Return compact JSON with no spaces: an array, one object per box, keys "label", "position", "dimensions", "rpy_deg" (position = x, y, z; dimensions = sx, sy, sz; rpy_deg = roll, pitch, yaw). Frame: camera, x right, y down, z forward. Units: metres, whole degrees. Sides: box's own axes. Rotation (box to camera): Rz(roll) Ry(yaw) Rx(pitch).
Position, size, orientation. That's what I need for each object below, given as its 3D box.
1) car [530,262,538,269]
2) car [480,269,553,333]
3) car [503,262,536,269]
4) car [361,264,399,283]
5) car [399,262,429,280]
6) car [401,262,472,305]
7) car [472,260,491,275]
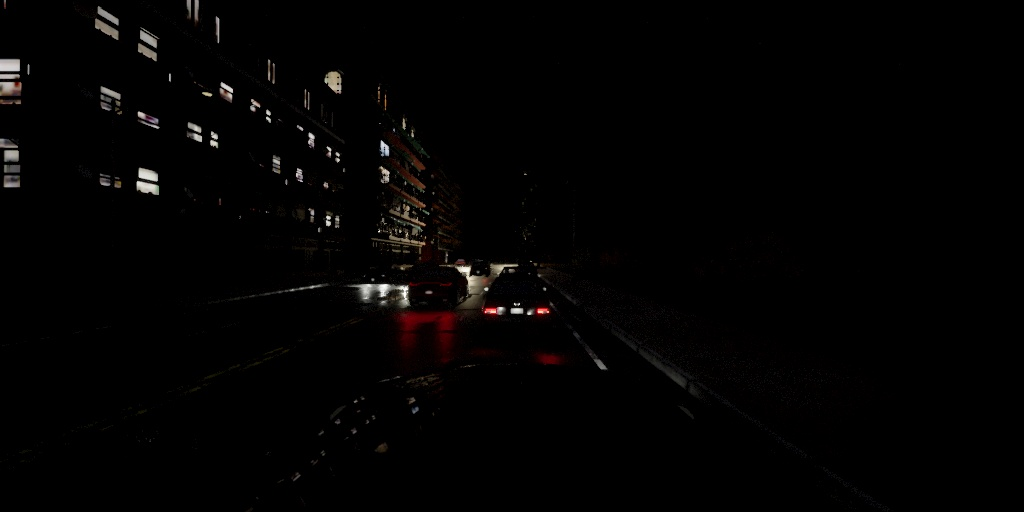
[{"label":"car","position":[1.153,1.259,30.809],"dimensions":[1.837,1.490,4.892],"rpy_deg":[0,0,0]},{"label":"car","position":[0.107,1.299,10.680],"dimensions":[2.033,1.411,5.357],"rpy_deg":[0,0,0]},{"label":"car","position":[0.110,1.301,21.041],"dimensions":[2.033,1.411,5.357],"rpy_deg":[0,0,0]},{"label":"car","position":[-9.836,1.301,28.018],"dimensions":[2.033,1.411,5.357],"rpy_deg":[0,0,0]},{"label":"car","position":[-6.586,1.231,27.035],"dimensions":[1.882,1.535,5.008],"rpy_deg":[0,0,0]},{"label":"car","position":[-3.142,1.230,16.032],"dimensions":[1.882,1.535,5.008],"rpy_deg":[0,0,0]},{"label":"car","position":[-3.122,1.279,35.549],"dimensions":[1.812,1.442,4.674],"rpy_deg":[0,0,0]}]
